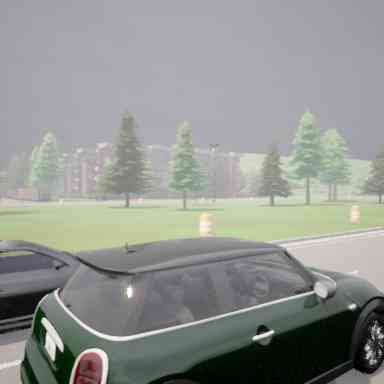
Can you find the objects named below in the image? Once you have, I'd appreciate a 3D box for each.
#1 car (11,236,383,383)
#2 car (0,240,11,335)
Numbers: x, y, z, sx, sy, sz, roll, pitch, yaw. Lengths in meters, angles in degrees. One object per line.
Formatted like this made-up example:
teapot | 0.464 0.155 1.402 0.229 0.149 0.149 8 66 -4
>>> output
car | 0.508 1.349 4.108 4.553 1.767 2.097 0 0 -36
car | -3.025 1.563 5.887 4.181 1.385 1.994 0 0 -35
